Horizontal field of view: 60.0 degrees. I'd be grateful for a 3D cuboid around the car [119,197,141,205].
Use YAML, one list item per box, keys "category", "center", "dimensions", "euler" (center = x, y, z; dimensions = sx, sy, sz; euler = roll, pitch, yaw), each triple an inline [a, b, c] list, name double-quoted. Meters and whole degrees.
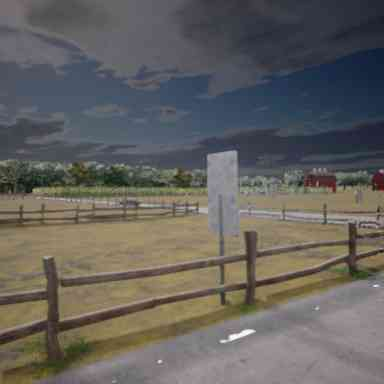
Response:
- category: "car"
  center: [-10.448, 1.585, 55.846]
  dimensions: [2.033, 1.411, 5.357]
  euler: [-2, 1, -35]
